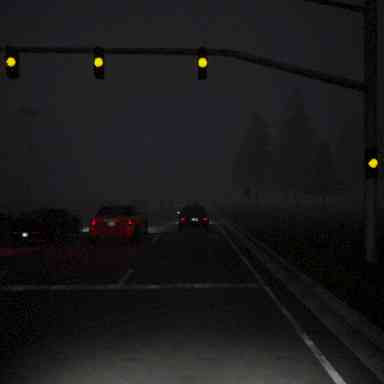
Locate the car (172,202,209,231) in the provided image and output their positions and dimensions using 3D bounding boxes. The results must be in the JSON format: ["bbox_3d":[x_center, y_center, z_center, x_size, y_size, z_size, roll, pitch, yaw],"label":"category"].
[{"bbox_3d":[0.097,1.550,20.581,2.033,1.411,5.357,0,0,0],"label":"car"}]

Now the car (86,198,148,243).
[{"bbox_3d":[-3.403,1.353,16.173,2.097,1.767,4.553,0,0,0],"label":"car"}]

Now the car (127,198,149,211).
[{"bbox_3d":[-6.910,1.550,42.993,2.033,1.411,5.357,0,0,0],"label":"car"}]

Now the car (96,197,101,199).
[{"bbox_3d":[-10.408,1.550,42.861,2.033,1.411,5.357,0,0,0],"label":"car"}]

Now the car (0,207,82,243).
[{"bbox_3d":[-6.902,1.506,16.153,1.837,1.490,4.892,0,0,0],"label":"car"}]

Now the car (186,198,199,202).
[{"bbox_3d":[0.089,1.569,47.671,1.994,1.385,4.181,0,0,0],"label":"car"}]

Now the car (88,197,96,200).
[{"bbox_3d":[-13.913,1.495,48.182,2.128,1.511,4.902,0,0,0],"label":"car"}]

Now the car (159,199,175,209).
[{"bbox_3d":[-3.412,1.605,45.992,1.895,1.301,4.718,0,0,0],"label":"car"}]
